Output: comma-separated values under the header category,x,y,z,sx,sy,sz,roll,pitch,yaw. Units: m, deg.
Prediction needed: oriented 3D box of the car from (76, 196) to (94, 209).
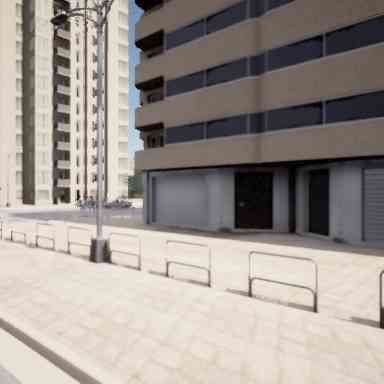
category,x,y,z,sx,sy,sz,roll,pitch,yaw
car,-13.666,1.365,45.870,2.097,1.767,4.553,0,0,41

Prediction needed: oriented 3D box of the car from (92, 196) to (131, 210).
category,x,y,z,sx,sy,sz,roll,pitch,yaw
car,-10.444,1.616,44.267,1.895,1.301,4.718,0,0,40
